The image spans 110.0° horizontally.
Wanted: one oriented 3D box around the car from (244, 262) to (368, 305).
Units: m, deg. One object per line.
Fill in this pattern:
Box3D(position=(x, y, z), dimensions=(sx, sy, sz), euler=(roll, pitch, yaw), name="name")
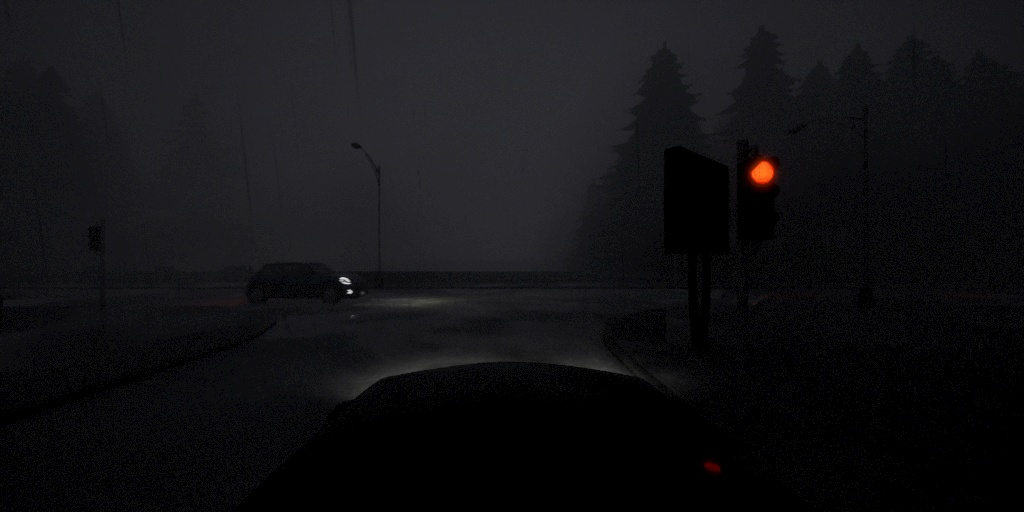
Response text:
Box3D(position=(-8.726, 1.035, 15.499), dimensions=(4.553, 1.767, 2.097), euler=(0, 0, 0), name="car")
